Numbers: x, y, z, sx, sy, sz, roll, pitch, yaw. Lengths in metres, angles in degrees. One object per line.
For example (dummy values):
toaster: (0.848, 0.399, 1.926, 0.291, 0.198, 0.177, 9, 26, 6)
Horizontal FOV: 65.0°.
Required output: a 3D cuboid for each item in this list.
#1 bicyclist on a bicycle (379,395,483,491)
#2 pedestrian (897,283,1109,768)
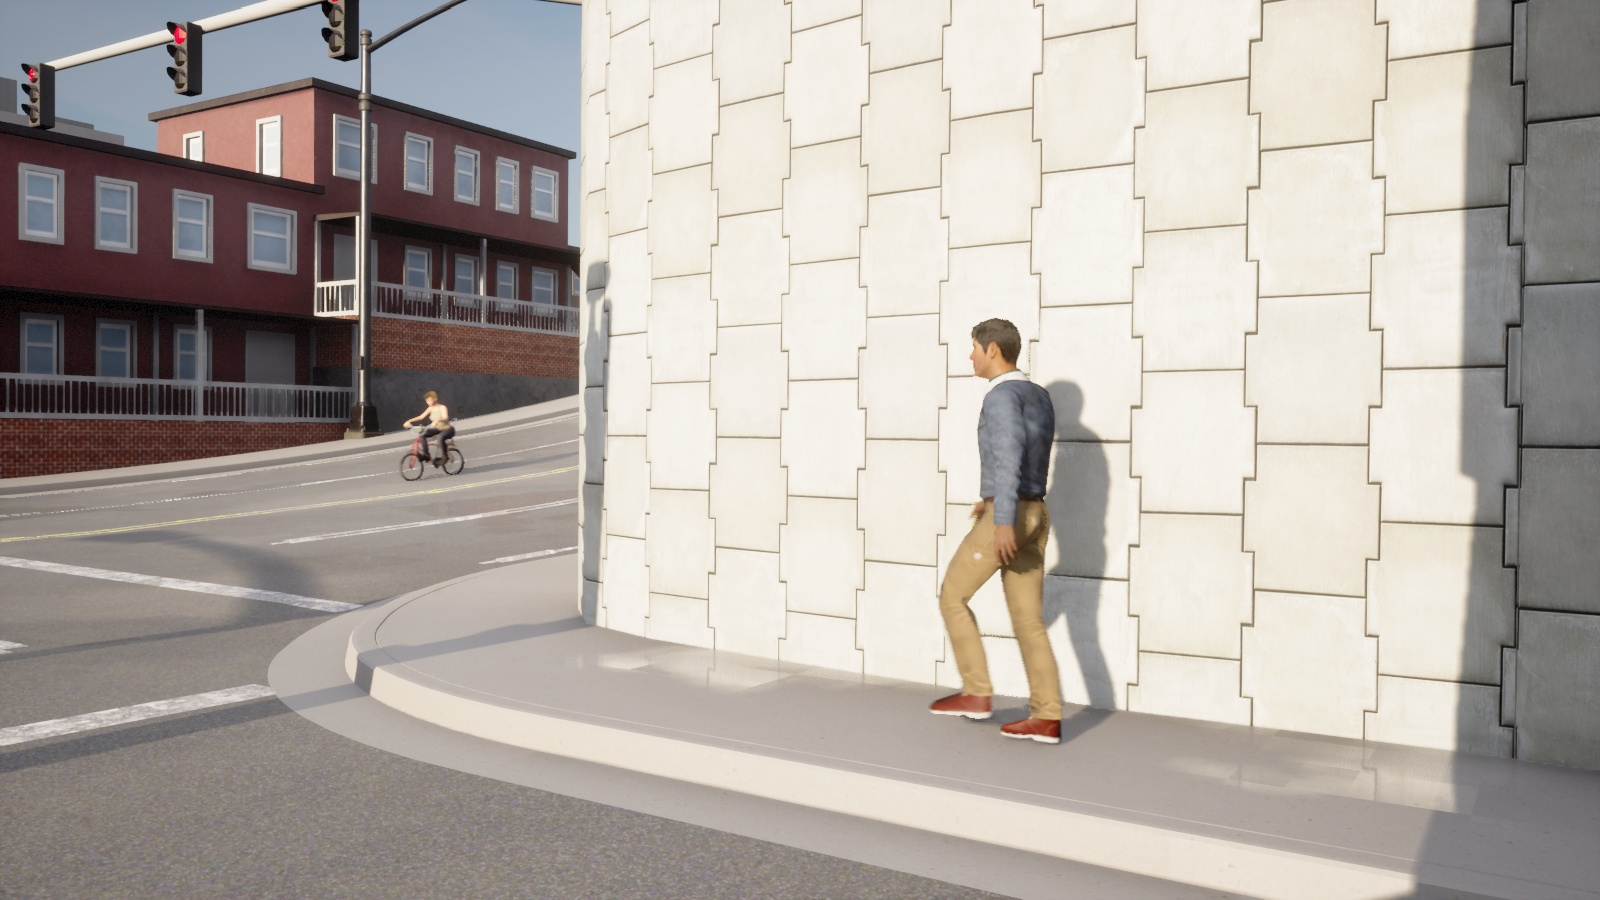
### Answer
bicyclist on a bicycle: (-6.789, -0.146, 23.164, 0.866, 1.612, 1.509, 0, 6, 33)
pedestrian: (0.876, 0.304, 5.429, 0.788, 1.949, 0.423, 0, 1, 32)
